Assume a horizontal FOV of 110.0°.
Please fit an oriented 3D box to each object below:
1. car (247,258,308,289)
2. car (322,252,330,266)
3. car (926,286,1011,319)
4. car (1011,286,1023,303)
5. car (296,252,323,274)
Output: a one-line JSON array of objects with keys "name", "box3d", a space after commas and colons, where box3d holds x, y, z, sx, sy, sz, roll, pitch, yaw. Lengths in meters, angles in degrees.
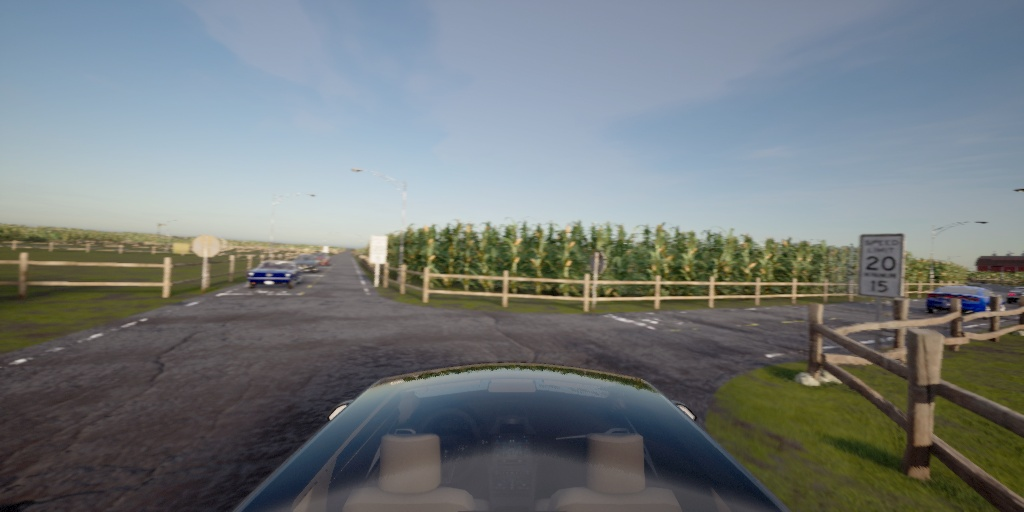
[{"name": "car", "box3d": [-12.155, 0.911, 18.649, 1.895, 1.301, 4.718, 3, -1, -24]}, {"name": "car", "box3d": [-24.096, 0.320, 45.124, 2.097, 1.767, 4.553, 3, 0, -24]}, {"name": "car", "box3d": [23.463, 2.294, 18.544, 5.008, 1.535, 1.882, 3, 0, -28]}, {"name": "car", "box3d": [41.411, 3.159, 28.714, 5.357, 1.411, 2.033, 3, 0, -30]}, {"name": "car", "box3d": [-17.576, 0.661, 30.628, 1.837, 1.490, 4.892, 3, 0, -24]}]
